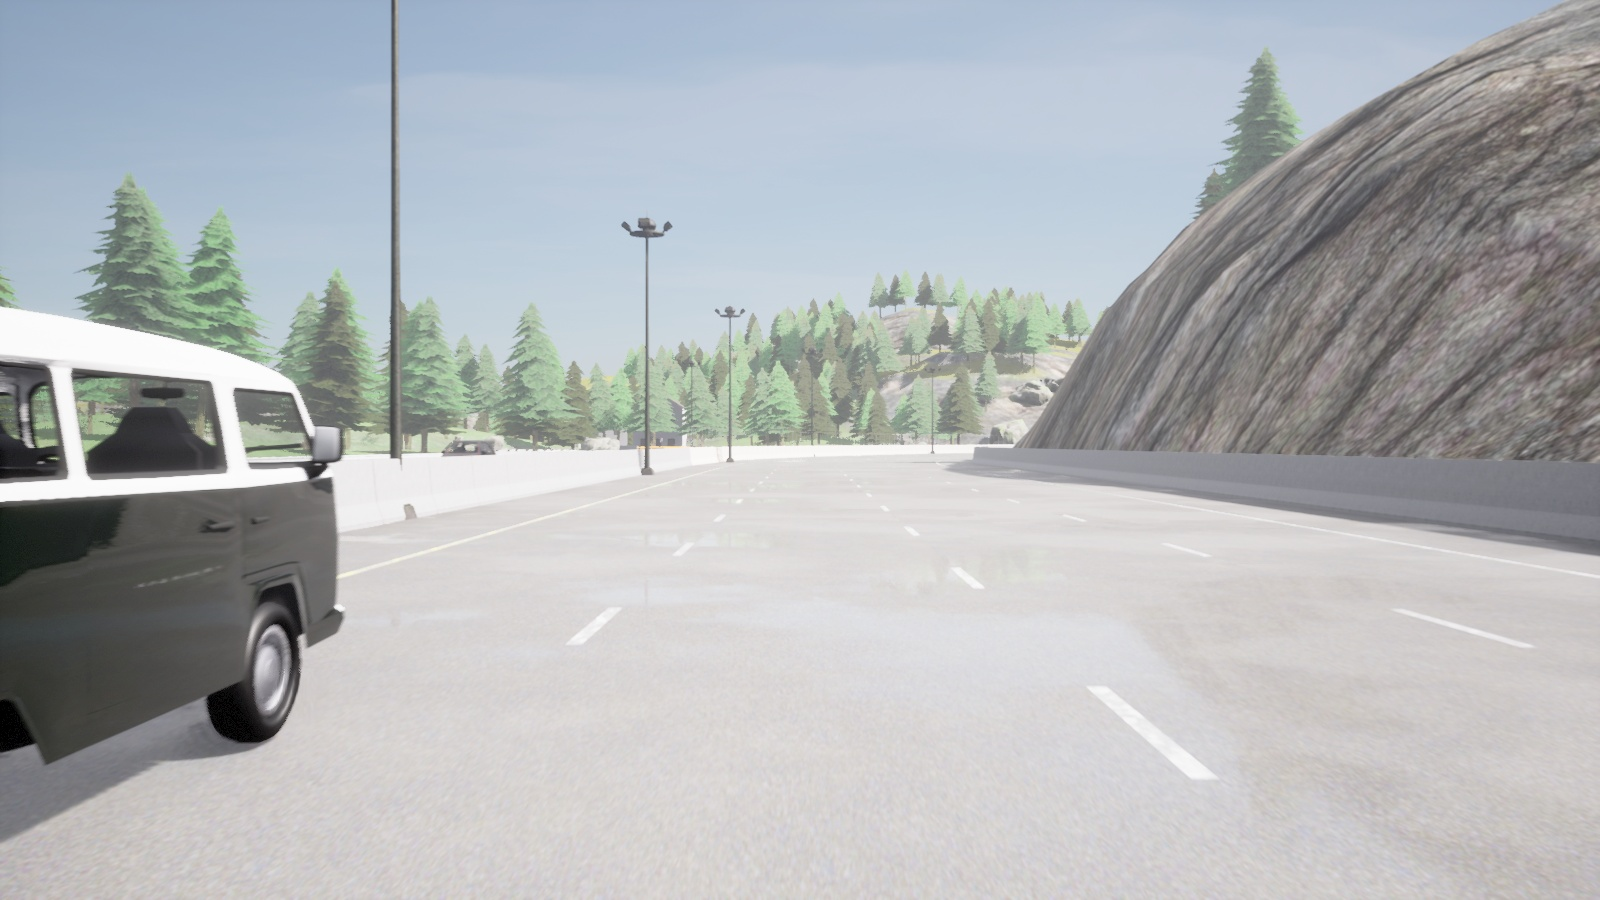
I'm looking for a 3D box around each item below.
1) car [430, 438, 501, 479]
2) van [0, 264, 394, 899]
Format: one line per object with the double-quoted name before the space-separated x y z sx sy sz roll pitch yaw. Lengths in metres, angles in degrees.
"car" -13.691 0.343 51.618 1.851 1.617 3.988 0 0 0
"van" -3.455 0.440 5.199 2.069 2.038 4.480 0 1 0
